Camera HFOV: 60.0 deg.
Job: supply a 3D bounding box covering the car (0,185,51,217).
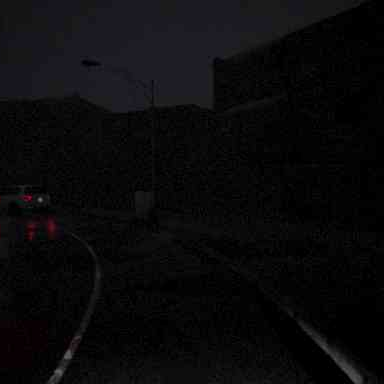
[{"bbox_3d":[-12.120,0.541,22.661,5.566,2.045,2.150,0,2,28],"label":"car"}]
